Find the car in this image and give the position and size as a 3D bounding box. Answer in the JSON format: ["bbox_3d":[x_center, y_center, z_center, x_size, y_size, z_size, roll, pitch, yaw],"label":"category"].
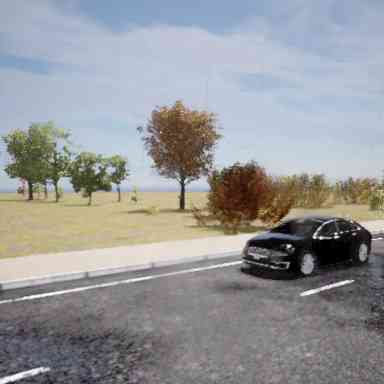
[{"bbox_3d":[3.717,1.509,10.343,4.892,1.490,1.837,0,0,-36],"label":"car"}]
